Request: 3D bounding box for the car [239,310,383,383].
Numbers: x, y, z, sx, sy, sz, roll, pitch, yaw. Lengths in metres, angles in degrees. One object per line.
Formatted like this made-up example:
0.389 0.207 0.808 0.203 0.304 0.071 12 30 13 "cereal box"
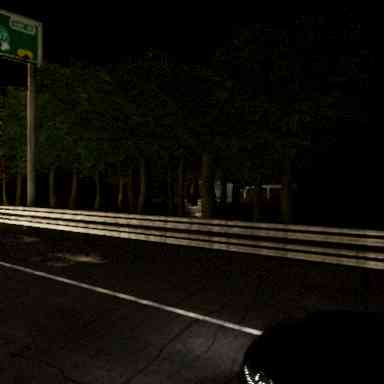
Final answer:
2.655 1.512 2.099 4.892 1.490 1.837 0 0 35 "car"
